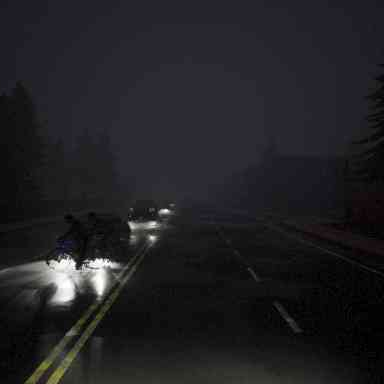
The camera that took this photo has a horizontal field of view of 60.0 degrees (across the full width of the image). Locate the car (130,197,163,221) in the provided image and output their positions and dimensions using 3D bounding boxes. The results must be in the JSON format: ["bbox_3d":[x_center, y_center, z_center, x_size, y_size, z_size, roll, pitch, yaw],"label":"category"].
[{"bbox_3d":[-3.846,1.353,27.087,2.097,1.767,4.553,0,0,-1],"label":"car"}]

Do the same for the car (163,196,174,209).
[{"bbox_3d":[-4.014,1.491,45.045,2.128,1.511,4.902,0,0,-1],"label":"car"}]

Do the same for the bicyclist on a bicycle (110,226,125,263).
[{"bbox_3d":[-2.940,1.454,10.397,1.656,1.620,0.582,-2,0,-3],"label":"bicyclist on a bicycle"}]

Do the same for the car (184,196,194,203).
[{"bbox_3d":[-0.524,1.547,67.206,2.033,1.411,5.357,0,0,-1],"label":"car"}]

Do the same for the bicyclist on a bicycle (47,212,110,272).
[{"bbox_3d":[-3.325,1.455,9.494,1.656,1.620,0.582,-2,0,-4],"label":"bicyclist on a bicycle"}]

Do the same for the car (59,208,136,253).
[{"bbox_3d":[-3.715,1.564,13.340,1.994,1.385,4.181,0,0,-1],"label":"car"}]
